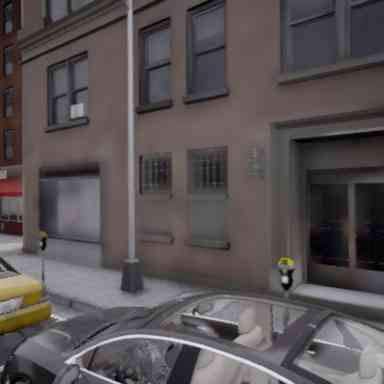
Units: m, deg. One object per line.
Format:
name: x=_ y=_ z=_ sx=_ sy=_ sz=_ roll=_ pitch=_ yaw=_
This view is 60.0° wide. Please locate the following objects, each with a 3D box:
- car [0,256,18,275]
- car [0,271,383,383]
car: x=-4.491 y=1.594 z=6.016 sx=4.829 sy=1.417 sz=1.752 roll=-1 pitch=0 yaw=36
car: x=0.138 y=1.564 z=2.711 sx=4.403 sy=1.369 sz=2.008 roll=-1 pitch=0 yaw=36
